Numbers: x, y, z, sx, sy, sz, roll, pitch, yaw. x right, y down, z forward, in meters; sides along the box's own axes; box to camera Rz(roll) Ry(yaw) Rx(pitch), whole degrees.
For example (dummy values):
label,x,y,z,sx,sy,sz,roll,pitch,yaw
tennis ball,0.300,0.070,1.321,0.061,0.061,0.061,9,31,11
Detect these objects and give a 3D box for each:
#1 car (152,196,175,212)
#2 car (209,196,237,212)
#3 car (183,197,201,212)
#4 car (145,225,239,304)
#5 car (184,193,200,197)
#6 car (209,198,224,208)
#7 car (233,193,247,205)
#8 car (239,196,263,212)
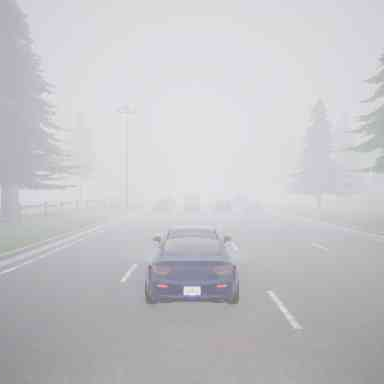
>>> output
label,x,y,z,sx,sy,sz,roll,pitch,yaw
car,-3.484,1.547,38.604,2.033,1.411,5.357,0,0,0
car,3.516,1.491,38.601,2.128,1.511,4.902,0,0,0
car,0.016,1.564,39.019,1.994,1.385,4.181,0,0,0
car,0.004,1.526,7.990,1.812,1.442,4.674,0,0,0
car,0.020,1.221,49.053,2.150,2.045,5.566,0,0,0
car,3.520,1.601,49.051,1.895,1.301,4.718,0,0,0
car,7.020,1.221,49.050,2.150,2.045,5.566,0,0,0
car,7.016,1.526,39.017,1.812,1.442,4.674,0,0,0
